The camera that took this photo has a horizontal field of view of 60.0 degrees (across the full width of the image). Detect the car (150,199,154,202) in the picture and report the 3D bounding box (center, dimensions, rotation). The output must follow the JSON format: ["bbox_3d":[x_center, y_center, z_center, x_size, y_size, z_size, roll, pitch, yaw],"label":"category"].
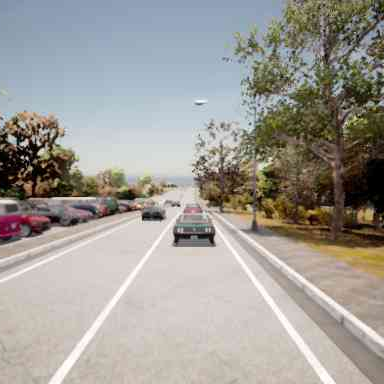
[{"bbox_3d":[-10.122,2.377,59.834,5.366,1.575,1.946,0,-1,0],"label":"car"}]

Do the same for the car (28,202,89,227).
[{"bbox_3d":[-10.293,1.680,23.770,4.792,1.488,2.163,0,-1,0],"label":"car"}]

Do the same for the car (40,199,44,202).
[{"bbox_3d":[-23.388,2.039,46.089,5.008,1.535,2.097,0,-1,0],"label":"car"}]

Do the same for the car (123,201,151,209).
[{"bbox_3d":[-10.277,2.478,62.608,4.792,1.488,2.163,0,-1,0],"label":"car"}]

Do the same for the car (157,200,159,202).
[{"bbox_3d":[-10.331,2.752,73.710,4.792,1.488,2.163,0,-1,0],"label":"car"}]

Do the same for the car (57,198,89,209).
[{"bbox_3d":[-23.357,2.267,65.482,5.566,2.045,2.435,0,-1,0],"label":"car"}]

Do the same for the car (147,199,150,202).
[{"bbox_3d":[-10.315,2.312,57.059,4.892,1.521,2.231,0,-1,0],"label":"car"}]

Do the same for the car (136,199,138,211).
[{"bbox_3d":[-10.282,1.911,45.960,4.553,1.767,2.185,0,-1,0],"label":"car"}]

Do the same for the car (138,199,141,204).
[{"bbox_3d":[-10.281,1.979,48.735,4.553,1.767,2.185,0,-1,0],"label":"car"}]

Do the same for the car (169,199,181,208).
[{"bbox_3d":[-3.310,2.580,70.109,1.882,1.535,5.008,0,-2,0],"label":"car"}]

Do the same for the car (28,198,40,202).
[{"bbox_3d":[-23.366,1.716,43.201,5.566,2.045,2.435,0,-1,0],"label":"car"}]

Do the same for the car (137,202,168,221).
[{"bbox_3d":[-3.353,1.857,29.739,1.895,1.301,4.718,0,-1,0],"label":"car"}]

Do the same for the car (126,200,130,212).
[{"bbox_3d":[-10.318,1.939,40.405,4.674,1.452,2.002,0,-1,0],"label":"car"}]

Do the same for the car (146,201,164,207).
[{"bbox_3d":[-10.300,3.314,93.124,4.892,1.521,2.231,0,-2,0],"label":"car"}]

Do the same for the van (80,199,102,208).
[{"bbox_3d":[-23.272,2.570,76.573,4.442,1.987,1.878,0,-2,0],"label":"van"}]

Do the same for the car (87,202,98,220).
[{"bbox_3d":[-10.324,1.715,26.547,4.674,1.452,2.002,0,0,0],"label":"car"}]

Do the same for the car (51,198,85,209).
[{"bbox_3d":[-23.358,2.199,62.712,5.566,2.045,2.435,0,-1,0],"label":"car"}]

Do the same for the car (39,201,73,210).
[{"bbox_3d":[-23.383,2.313,57.166,5.008,1.535,2.097,0,-1,0],"label":"car"}]

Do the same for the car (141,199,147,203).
[{"bbox_3d":[-10.125,2.171,51.508,5.366,1.575,1.946,0,-1,0],"label":"car"}]

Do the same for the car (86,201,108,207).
[{"bbox_3d":[-23.407,2.976,81.956,4.792,1.488,2.163,0,-2,0],"label":"car"}]

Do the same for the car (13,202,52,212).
[{"bbox_3d":[-23.390,2.147,48.858,4.674,1.452,2.002,0,-1,0],"label":"car"}]

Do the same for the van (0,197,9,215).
[{"bbox_3d":[-23.513,1.607,37.786,4.442,1.987,1.878,0,-1,0],"label":"van"}]

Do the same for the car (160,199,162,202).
[{"bbox_3d":[-10.293,2.870,79.262,4.892,1.521,2.231,0,-2,0],"label":"car"}]

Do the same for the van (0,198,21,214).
[{"bbox_3d":[-23.512,1.673,40.431,4.442,1.987,1.878,0,-1,0],"label":"van"}]

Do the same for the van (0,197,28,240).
[{"bbox_3d":[-10.443,1.353,15.445,4.442,1.987,1.878,0,0,0],"label":"van"}]

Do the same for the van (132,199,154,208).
[{"bbox_3d":[-10.419,2.428,70.941,4.442,1.987,1.878,0,-1,0],"label":"van"}]

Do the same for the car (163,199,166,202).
[{"bbox_3d":[-10.111,3.030,84.680,5.366,1.575,1.946,0,-2,0],"label":"car"}]

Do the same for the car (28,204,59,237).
[{"bbox_3d":[-10.331,1.603,18.219,5.008,1.535,2.097,0,0,0],"label":"car"}]

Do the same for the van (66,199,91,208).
[{"bbox_3d":[-23.267,2.361,68.249,4.442,1.987,1.878,0,-1,0],"label":"van"}]

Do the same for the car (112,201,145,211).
[{"bbox_3d":[-10.304,2.243,54.283,4.892,1.521,2.231,0,-1,0],"label":"car"}]

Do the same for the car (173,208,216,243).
[{"bbox_3d":[0.098,1.704,16.653,1.895,1.301,4.718,0,-1,0],"label":"car"}]

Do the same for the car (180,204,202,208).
[{"bbox_3d":[0.093,1.890,34.209,1.994,1.385,4.181,0,-1,0],"label":"car"}]

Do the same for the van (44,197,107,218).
[{"bbox_3d":[-10.204,1.473,29.325,4.442,1.987,1.878,0,-1,0],"label":"van"}]

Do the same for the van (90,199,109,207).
[{"bbox_3d":[-23.493,2.807,84.734,4.442,1.987,1.878,0,-2,0],"label":"van"}]

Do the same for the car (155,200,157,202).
[{"bbox_3d":[-10.275,2.615,68.159,4.792,1.488,2.163,0,-1,0],"label":"car"}]

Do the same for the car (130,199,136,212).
[{"bbox_3d":[-10.309,1.968,43.182,5.008,1.535,2.097,0,-1,0],"label":"car"}]

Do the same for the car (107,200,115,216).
[{"bbox_3d":[-10.348,1.752,32.105,4.792,1.488,2.163,0,-1,0],"label":"car"}]

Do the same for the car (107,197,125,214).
[{"bbox_3d":[-10.346,1.510,34.862,5.566,2.045,2.435,0,-1,0],"label":"car"}]
